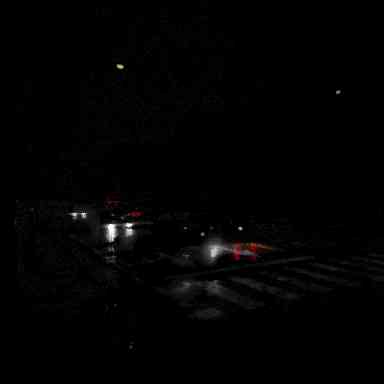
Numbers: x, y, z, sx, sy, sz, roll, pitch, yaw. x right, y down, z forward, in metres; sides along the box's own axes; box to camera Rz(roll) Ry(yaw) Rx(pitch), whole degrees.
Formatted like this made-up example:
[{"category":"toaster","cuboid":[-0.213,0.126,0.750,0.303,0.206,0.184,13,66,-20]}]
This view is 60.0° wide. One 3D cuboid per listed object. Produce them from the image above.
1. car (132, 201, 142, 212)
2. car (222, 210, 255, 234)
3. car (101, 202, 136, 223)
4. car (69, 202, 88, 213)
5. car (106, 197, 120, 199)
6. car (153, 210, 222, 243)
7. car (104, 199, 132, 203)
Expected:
[{"category":"car","cuboid":[-8.563,1.992,46.874,1.837,1.490,4.892,-1,0,-27]},{"category":"car","cuboid":[1.711,1.774,20.645,1.895,1.301,4.718,-1,0,-28]},{"category":"car","cuboid":[-6.800,1.878,29.386,1.812,1.442,4.674,-1,0,-28]},{"category":"car","cuboid":[-16.212,2.175,47.336,1.994,1.385,4.181,-1,-1,-28]},{"category":"car","cuboid":[-13.476,1.848,56.055,2.150,2.045,5.566,-1,0,-28]},{"category":"car","cuboid":[-0.585,1.718,17.660,1.812,1.442,4.674,-1,0,-28]},{"category":"car","cuboid":[-9.820,1.970,42.441,2.128,1.511,4.902,-1,0,-28]}]
